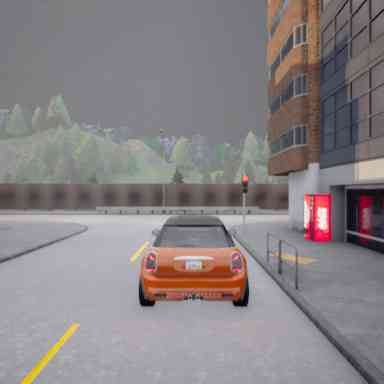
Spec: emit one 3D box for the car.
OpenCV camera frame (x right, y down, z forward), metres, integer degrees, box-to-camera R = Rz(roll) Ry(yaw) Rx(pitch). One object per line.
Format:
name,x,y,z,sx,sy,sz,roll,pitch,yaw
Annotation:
car,0.045,1.346,8.155,2.097,1.767,4.553,0,0,0
